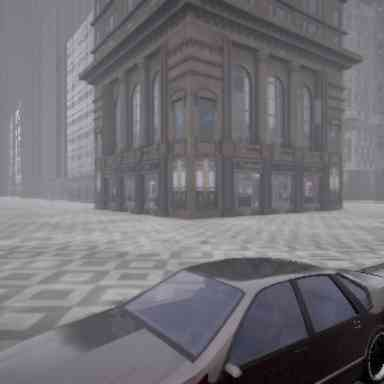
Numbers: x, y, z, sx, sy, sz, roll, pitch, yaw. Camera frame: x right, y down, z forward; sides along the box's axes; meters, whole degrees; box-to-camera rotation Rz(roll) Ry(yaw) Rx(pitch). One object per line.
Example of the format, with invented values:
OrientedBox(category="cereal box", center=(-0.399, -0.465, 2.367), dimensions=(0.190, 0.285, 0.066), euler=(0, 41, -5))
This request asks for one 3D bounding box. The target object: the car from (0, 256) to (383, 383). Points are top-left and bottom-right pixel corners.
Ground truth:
OrientedBox(category="car", center=(0.581, 1.542, 3.793), dimensions=(5.357, 1.411, 2.033), euler=(0, 0, -36))
